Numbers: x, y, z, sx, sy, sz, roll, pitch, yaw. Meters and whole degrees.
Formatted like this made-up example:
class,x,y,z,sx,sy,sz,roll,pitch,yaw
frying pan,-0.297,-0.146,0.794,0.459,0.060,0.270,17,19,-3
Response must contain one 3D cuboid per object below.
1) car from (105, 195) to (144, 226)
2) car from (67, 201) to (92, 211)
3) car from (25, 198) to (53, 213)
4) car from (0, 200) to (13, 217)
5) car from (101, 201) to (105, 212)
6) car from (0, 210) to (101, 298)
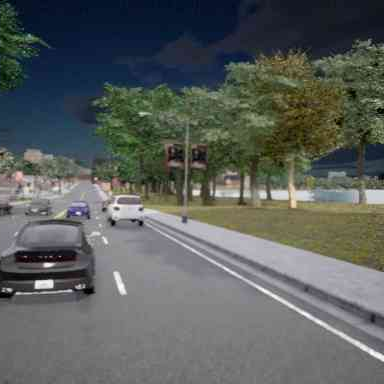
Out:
class,x,y,z,sx,sy,sz,roll,pitch,yaw
car,-4.795,1.251,23.801,2.150,2.045,5.566,2,-1,-17
car,-9.431,1.466,27.810,1.812,1.442,4.674,2,-1,-17
car,-13.688,1.347,29.905,1.837,1.490,4.892,2,-1,-17
car,-16.450,1.333,27.823,1.895,1.301,4.718,2,-1,-17
car,-10.009,1.644,40.536,2.033,1.411,5.357,2,-1,-17
car,-3.409,1.434,8.395,1.837,1.490,4.892,2,0,-17
